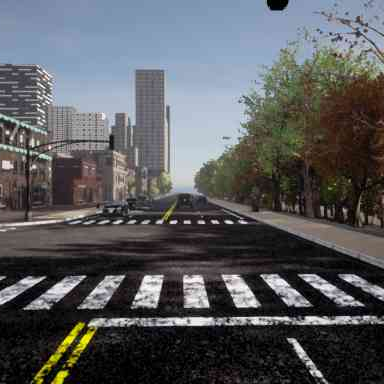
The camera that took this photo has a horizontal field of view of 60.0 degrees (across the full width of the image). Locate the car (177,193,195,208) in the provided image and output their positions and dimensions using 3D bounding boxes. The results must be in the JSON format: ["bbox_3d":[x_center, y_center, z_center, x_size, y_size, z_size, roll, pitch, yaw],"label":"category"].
[{"bbox_3d":[-1.052,1.203,48.223,2.150,2.045,5.566,0,0,-1],"label":"car"}]

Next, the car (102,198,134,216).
[{"bbox_3d":[-7.366,1.481,32.451,2.128,1.511,4.902,0,0,-1],"label":"car"}]

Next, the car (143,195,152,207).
[{"bbox_3d":[-7.821,1.333,51.704,2.097,1.767,4.553,0,0,-1],"label":"car"}]

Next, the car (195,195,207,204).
[{"bbox_3d":[1.851,1.453,62.887,1.882,1.535,5.008,0,0,-1],"label":"car"}]

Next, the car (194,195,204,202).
[{"bbox_3d":[1.508,1.470,72.992,1.837,1.490,4.892,0,0,-1],"label":"car"}]

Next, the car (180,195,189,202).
[{"bbox_3d":[-1.751,1.447,74.245,1.882,1.535,5.008,0,0,-1],"label":"car"}]

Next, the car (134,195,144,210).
[{"bbox_3d":[-7.589,1.490,42.009,1.837,1.490,4.892,0,0,-1],"label":"car"}]

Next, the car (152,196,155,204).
[{"bbox_3d":[-8.026,1.467,61.967,2.128,1.511,4.902,0,0,-1],"label":"car"}]
